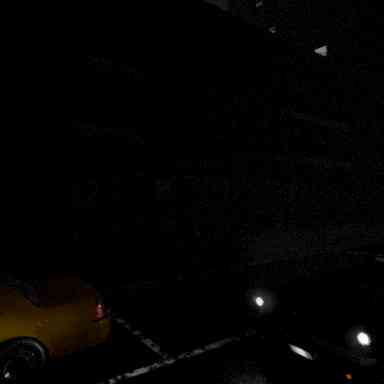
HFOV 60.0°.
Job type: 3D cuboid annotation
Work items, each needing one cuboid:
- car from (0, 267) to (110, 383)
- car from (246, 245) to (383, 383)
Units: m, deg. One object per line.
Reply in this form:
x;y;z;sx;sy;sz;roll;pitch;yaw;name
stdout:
-3.393;1.525;3.653;4.829;1.417;1.752;0;2;-35;car
3.099;1.609;5.281;4.718;1.301;1.895;0;0;-35;car
